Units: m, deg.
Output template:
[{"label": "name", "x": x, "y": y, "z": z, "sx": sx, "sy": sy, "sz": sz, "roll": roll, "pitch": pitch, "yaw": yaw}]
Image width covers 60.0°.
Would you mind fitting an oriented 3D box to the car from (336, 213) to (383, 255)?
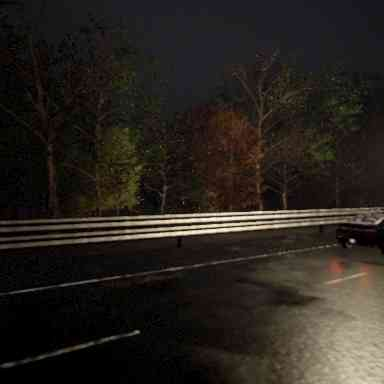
[{"label": "car", "x": 7.969, "y": 1.627, "z": 13.795, "sx": 4.902, "sy": 1.511, "sz": 2.128, "roll": 1, "pitch": 0, "yaw": -35}]
